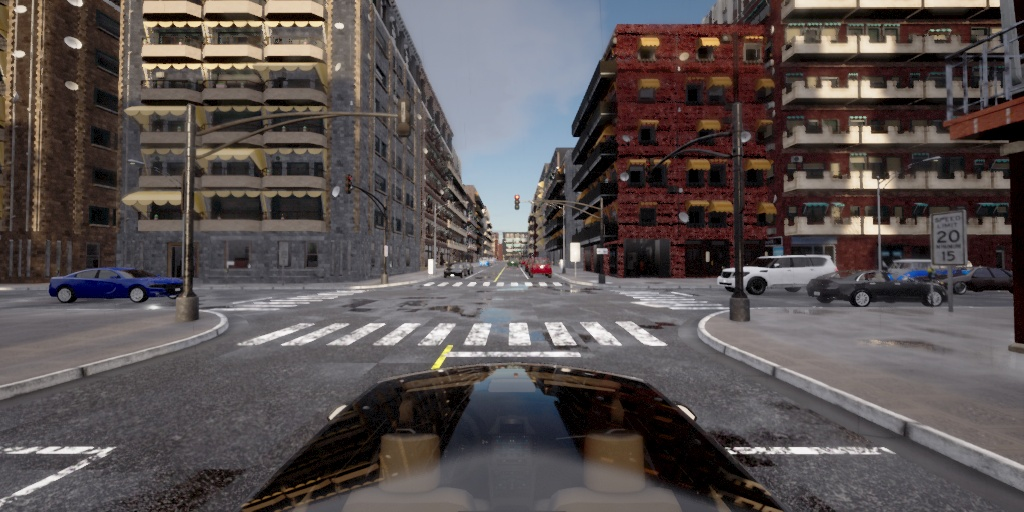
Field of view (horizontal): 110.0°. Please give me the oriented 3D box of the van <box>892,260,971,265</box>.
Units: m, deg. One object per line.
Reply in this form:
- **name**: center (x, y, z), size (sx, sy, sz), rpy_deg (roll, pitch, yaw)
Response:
- **van**: center (24.926, 1.115, 21.435), size (3.998, 1.789, 1.690), rpy_deg (0, 0, 0)

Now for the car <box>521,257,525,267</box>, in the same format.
- **car**: center (2.617, 1.086, 45.024), size (2.192, 1.841, 5.009), rpy_deg (0, 0, 0)

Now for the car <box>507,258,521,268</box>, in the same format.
- **car**: center (0.168, 1.178, 64.418), size (2.097, 1.767, 4.553), rpy_deg (0, 0, 0)

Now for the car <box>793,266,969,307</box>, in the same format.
- **car**: center (13.759, 1.185, 13.595), size (4.403, 1.370, 2.007), rpy_deg (0, 0, 0)

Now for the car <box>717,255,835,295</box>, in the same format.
- **car**: center (14.048, 0.969, 19.031), size (5.566, 2.045, 2.150), rpy_deg (0, -1, 0)

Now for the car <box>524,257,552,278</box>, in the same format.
- **car**: center (2.604, 1.077, 33.901), size (2.192, 1.841, 5.009), rpy_deg (0, 0, 0)

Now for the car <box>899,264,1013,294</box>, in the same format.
- **car**: center (24.300, 1.272, 18.985), size (5.357, 1.411, 2.033), rpy_deg (0, -1, 0)

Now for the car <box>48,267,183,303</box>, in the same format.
- **car**: center (-17.597, 1.254, 16.194), size (5.008, 1.535, 1.882), rpy_deg (0, -1, 0)

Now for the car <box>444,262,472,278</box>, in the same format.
- **car**: center (-5.277, 1.328, 33.865), size (1.948, 1.339, 4.313), rpy_deg (0, 0, 0)
